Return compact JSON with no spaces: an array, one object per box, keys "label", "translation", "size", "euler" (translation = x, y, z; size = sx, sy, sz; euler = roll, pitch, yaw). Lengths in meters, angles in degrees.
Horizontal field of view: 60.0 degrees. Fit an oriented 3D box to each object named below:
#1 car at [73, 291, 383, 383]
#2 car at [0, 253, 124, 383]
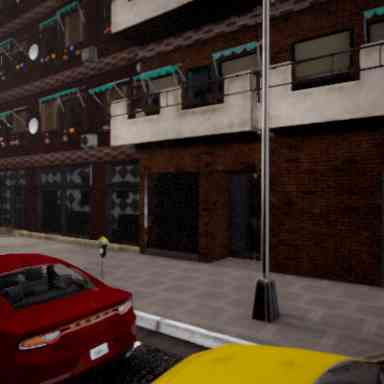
[{"label":"car","translation":[1.659,1.520,1.676],"size":[4.829,1.417,1.752],"euler":[-1,1,36]},{"label":"car","translation":[-2.814,1.595,4.867],"size":[4.507,1.381,1.887],"euler":[-1,0,36]}]
